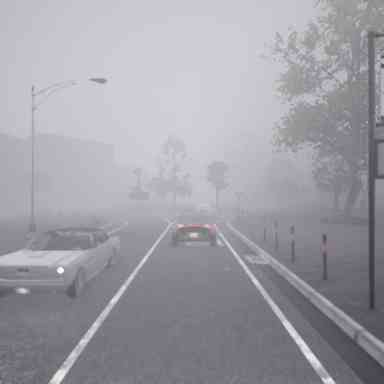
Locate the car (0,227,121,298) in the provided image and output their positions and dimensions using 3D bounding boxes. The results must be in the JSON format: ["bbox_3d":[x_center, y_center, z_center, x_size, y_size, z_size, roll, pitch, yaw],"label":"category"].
[{"bbox_3d":[-3.293,1.642,8.703,1.895,1.301,4.718,0,-1,1],"label":"car"}]

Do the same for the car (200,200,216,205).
[{"bbox_3d":[1.357,1.790,30.707,1.812,1.442,4.674,0,0,13],"label":"car"}]

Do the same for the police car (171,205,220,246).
[{"bbox_3d":[0.100,1.622,15.976,2.038,1.542,4.974,0,-1,1],"label":"police car"}]
